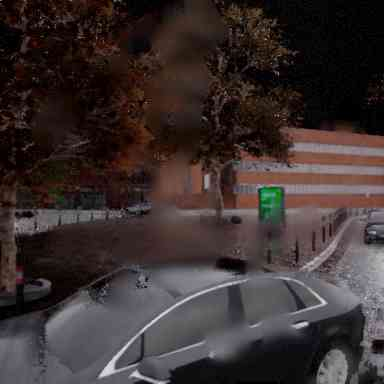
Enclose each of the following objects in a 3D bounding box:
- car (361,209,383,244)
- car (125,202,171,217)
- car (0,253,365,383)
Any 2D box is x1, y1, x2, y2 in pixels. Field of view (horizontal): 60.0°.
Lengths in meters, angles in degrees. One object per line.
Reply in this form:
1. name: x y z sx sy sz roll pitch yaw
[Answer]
1. car: 9.256 1.597 15.829 1.837 1.490 4.892 0 1 28
2. car: -4.486 1.806 34.590 4.902 1.511 2.128 0 0 -32
3. car: -0.180 1.518 3.500 4.892 1.490 1.837 1 0 -32
